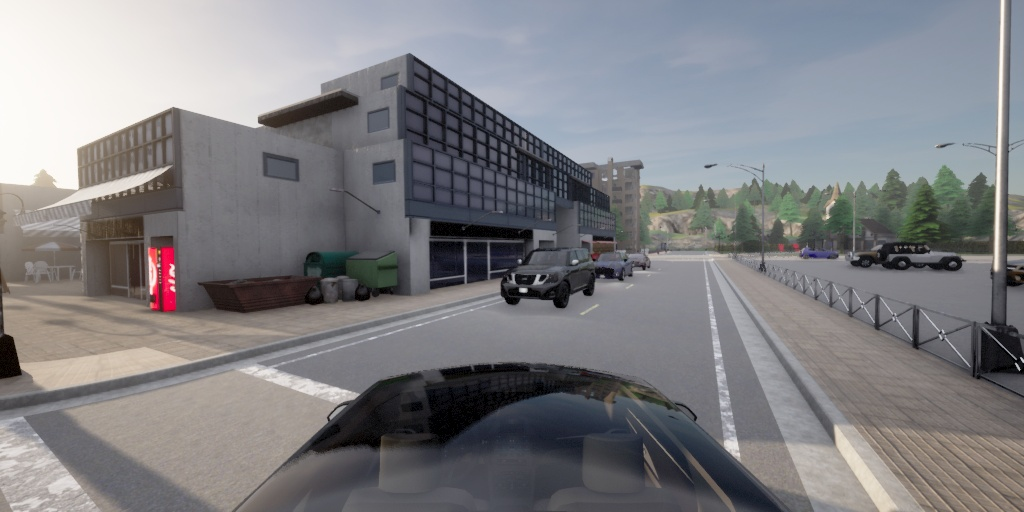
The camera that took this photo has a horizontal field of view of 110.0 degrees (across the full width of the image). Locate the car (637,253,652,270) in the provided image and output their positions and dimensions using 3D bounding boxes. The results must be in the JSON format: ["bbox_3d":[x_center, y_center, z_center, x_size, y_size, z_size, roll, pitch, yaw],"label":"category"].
[{"bbox_3d":[11.063,0.430,31.709,1.812,1.442,4.674,0,2,28],"label":"car"}]

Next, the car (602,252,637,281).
[{"bbox_3d":[6.263,0.538,22.672,2.097,1.767,4.553,0,2,28],"label":"car"}]

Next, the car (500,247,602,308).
[{"bbox_3d":[1.654,0.679,13.983,2.150,2.045,5.566,0,1,28],"label":"car"}]
